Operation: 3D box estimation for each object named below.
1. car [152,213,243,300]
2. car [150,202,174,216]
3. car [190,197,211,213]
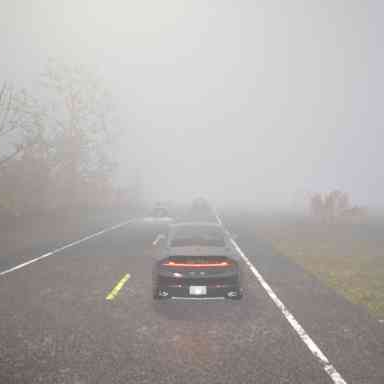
[{"bbox_3d":[0.137,1.508,8.369,1.837,1.490,4.892,0,0,1],"label":"car"},{"bbox_3d":[-2.872,1.626,32.620,1.895,1.301,4.718,0,0,3],"label":"car"},{"bbox_3d":[0.985,1.381,37.446,2.097,1.767,4.553,0,0,4],"label":"car"}]
